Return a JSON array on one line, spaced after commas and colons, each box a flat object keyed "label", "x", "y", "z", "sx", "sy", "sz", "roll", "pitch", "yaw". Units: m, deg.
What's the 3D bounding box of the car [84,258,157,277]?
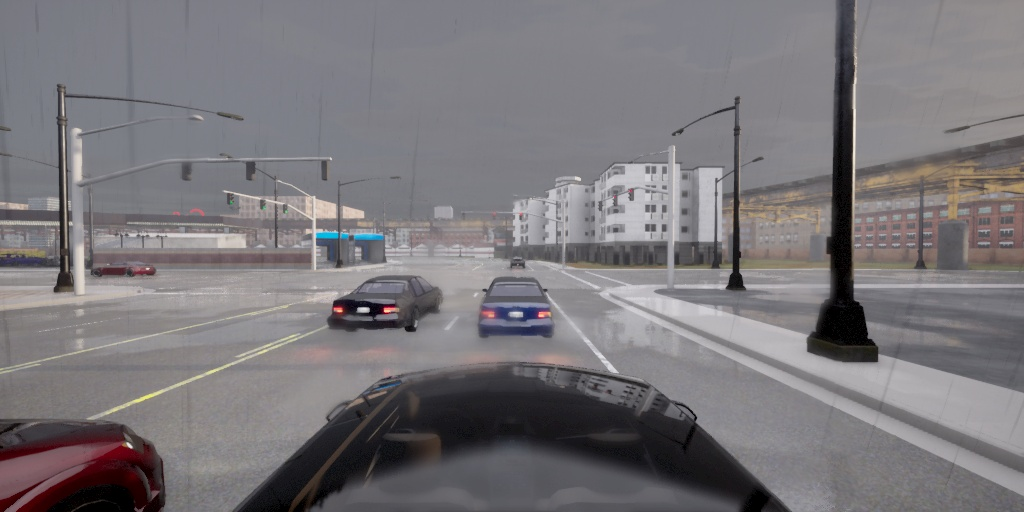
[{"label": "car", "x": -33.535, "y": 1.083, "z": 30.981, "sx": 4.181, "sy": 1.385, "sz": 1.994, "roll": 0, "pitch": 1, "yaw": -1}]

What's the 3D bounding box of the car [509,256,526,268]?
[{"label": "car", "x": 0.717, "y": 0.771, "z": 46.091, "sx": 1.837, "sy": 1.490, "sz": 4.892, "roll": 0, "pitch": 1, "yaw": 0}]

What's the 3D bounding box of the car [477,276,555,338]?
[{"label": "car", "x": 0.092, "y": 1.279, "z": 10.120, "sx": 2.033, "sy": 1.411, "sz": 5.357, "roll": 0, "pitch": 0, "yaw": 0}]

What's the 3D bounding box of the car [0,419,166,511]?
[{"label": "car", "x": -3.395, "y": 1.314, "z": 0.727, "sx": 1.994, "sy": 1.385, "sz": 4.181, "roll": 0, "pitch": 0, "yaw": 0}]

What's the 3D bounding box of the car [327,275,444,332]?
[{"label": "car", "x": -3.404, "y": 1.273, "z": 10.724, "sx": 2.033, "sy": 1.411, "sz": 5.357, "roll": 0, "pitch": 0, "yaw": 0}]
